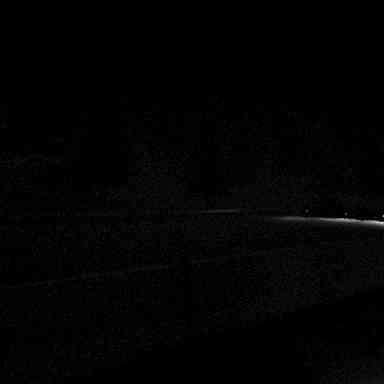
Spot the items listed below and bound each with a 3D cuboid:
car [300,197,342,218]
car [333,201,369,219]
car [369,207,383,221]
[{"bbox_3d":[13.917,1.573,35.407,5.566,2.045,2.150,1,0,-35],"label":"car"},{"bbox_3d":[16.275,1.921,32.785,4.181,1.385,1.994,1,0,-35],"label":"car"},{"bbox_3d":[18.171,1.919,29.838,4.181,1.385,1.994,1,0,-35],"label":"car"}]
